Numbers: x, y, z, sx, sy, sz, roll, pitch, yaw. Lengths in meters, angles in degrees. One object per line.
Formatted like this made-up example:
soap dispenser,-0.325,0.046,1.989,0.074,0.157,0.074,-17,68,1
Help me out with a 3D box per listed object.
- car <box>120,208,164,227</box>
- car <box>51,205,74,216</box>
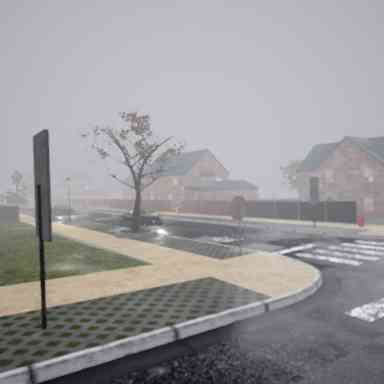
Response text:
car,-3.818,1.915,24.881,1.994,1.385,4.181,-2,0,-36
car,-16.698,2.285,42.863,1.895,1.301,4.718,-2,0,-35
